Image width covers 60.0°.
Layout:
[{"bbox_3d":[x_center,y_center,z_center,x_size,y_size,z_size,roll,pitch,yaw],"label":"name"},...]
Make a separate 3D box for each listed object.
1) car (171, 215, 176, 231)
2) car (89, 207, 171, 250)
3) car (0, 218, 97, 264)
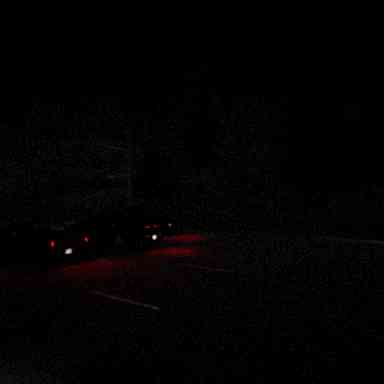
[{"bbox_3d":[-3.241,1.578,18.816,5.008,1.535,1.882,0,0,33],"label":"car"},{"bbox_3d":[-3.552,1.591,14.851,4.892,1.490,1.837,0,0,33],"label":"car"},{"bbox_3d":[-5.949,1.690,12.244,4.718,1.301,1.895,0,0,33],"label":"car"}]
